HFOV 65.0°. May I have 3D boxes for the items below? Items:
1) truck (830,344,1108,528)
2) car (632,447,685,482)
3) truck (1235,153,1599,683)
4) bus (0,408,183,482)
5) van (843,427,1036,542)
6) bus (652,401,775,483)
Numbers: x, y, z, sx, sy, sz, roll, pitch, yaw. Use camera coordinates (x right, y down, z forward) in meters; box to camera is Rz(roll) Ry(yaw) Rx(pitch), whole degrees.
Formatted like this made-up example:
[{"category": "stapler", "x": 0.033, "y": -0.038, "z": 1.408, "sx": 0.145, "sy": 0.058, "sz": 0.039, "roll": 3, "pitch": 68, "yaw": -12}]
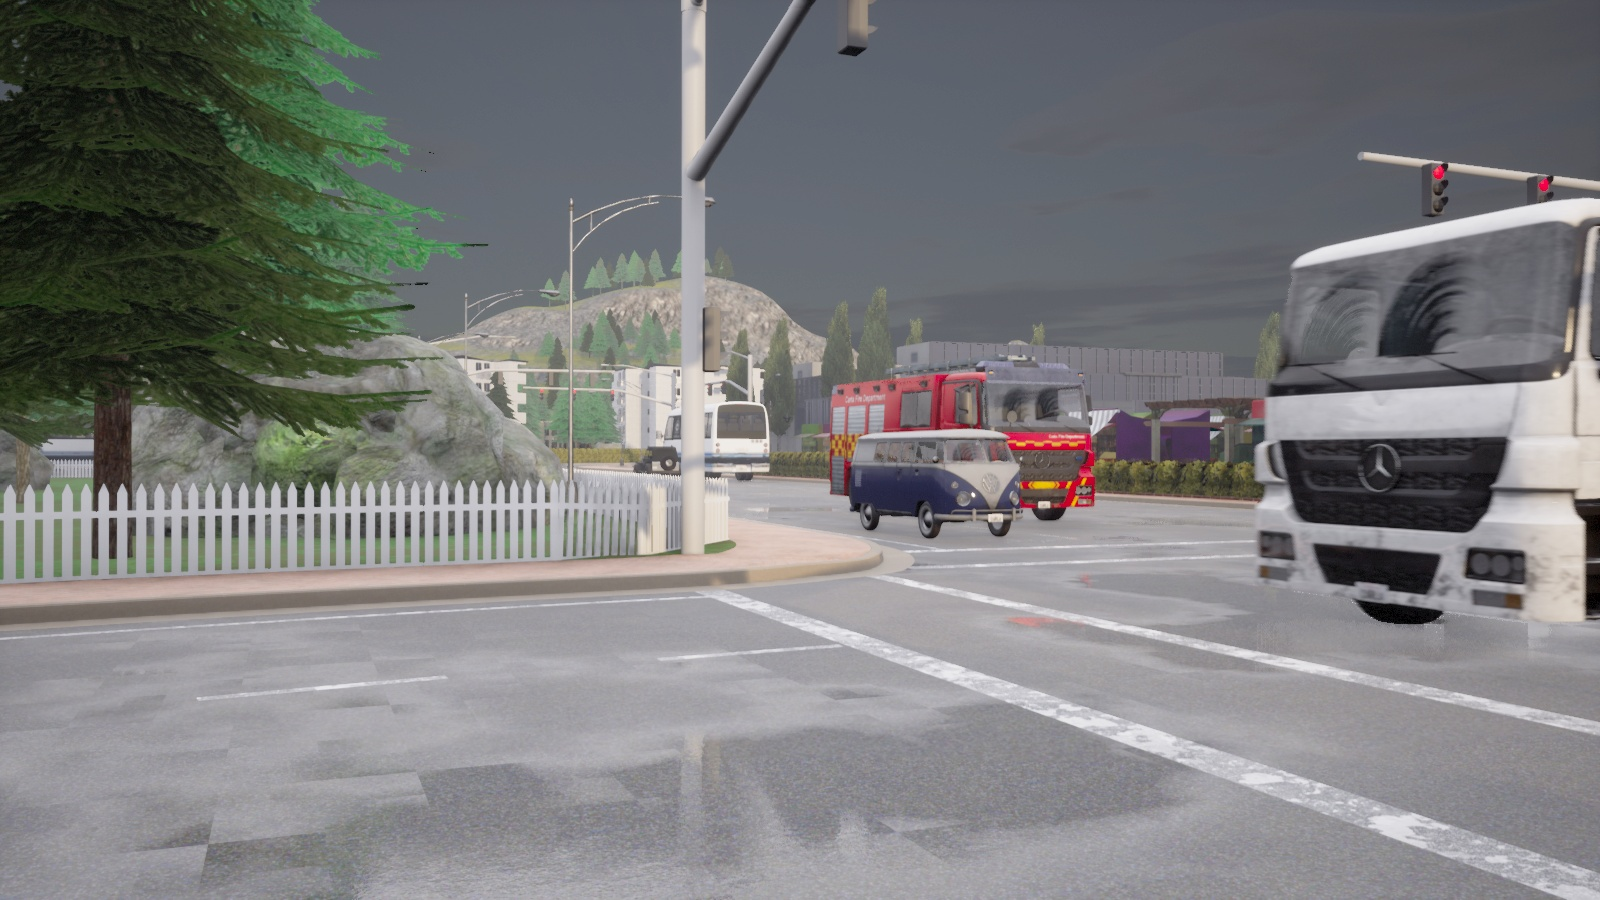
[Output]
[{"category": "truck", "x": 3.739, "y": -0.304, "z": 30.551, "sx": 2.891, "sy": 3.827, "sz": 8.468, "roll": 0, "pitch": 0, "yaw": -22}, {"category": "car", "x": -7.748, "y": 0.773, "z": 68.369, "sx": 1.905, "sy": 1.878, "sz": 3.866, "roll": 0, "pitch": 0, "yaw": -22}, {"category": "truck", "x": 7.992, "y": -0.194, "z": 11.055, "sx": 7.936, "sy": 3.462, "sz": 2.891, "roll": 0, "pitch": 0, "yaw": -22}, {"category": "bus", "x": -42.871, "y": -0.299, "z": 75.260, "sx": 10.273, "sy": 4.253, "sz": 3.944, "roll": 0, "pitch": 0, "yaw": -21}, {"category": "van", "x": 2.553, "y": 0.603, "z": 24.141, "sx": 1.775, "sy": 1.987, "sz": 4.442, "roll": 0, "pitch": 0, "yaw": -22}, {"category": "bus", "x": -5.085, "y": -0.399, "z": 71.119, "sx": 3.944, "sy": 4.253, "sz": 10.273, "roll": 0, "pitch": 0, "yaw": -22}]
